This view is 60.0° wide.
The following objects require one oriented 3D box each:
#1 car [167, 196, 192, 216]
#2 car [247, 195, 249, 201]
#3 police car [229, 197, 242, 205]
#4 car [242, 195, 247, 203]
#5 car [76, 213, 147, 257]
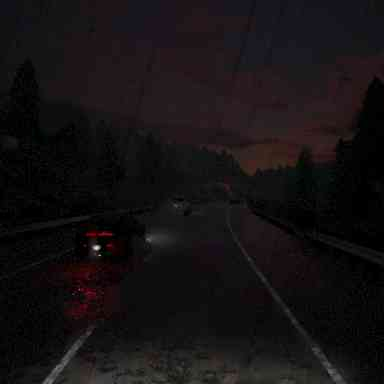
[{"bbox_3d":[-1.333,1.470,36.095,2.150,2.045,5.566,0,0,6],"label":"car"},{"bbox_3d":[13.215,2.150,88.493,1.812,1.442,4.674,0,0,15],"label":"car"},{"bbox_3d":[9.404,1.941,73.372,1.930,1.638,5.238,0,0,13],"label":"police car"},{"bbox_3d":[11.686,1.934,82.775,2.097,1.767,4.553,0,0,14],"label":"car"},{"bbox_3d":[-3.050,1.595,13.369,1.837,1.490,4.892,0,0,2],"label":"car"}]
